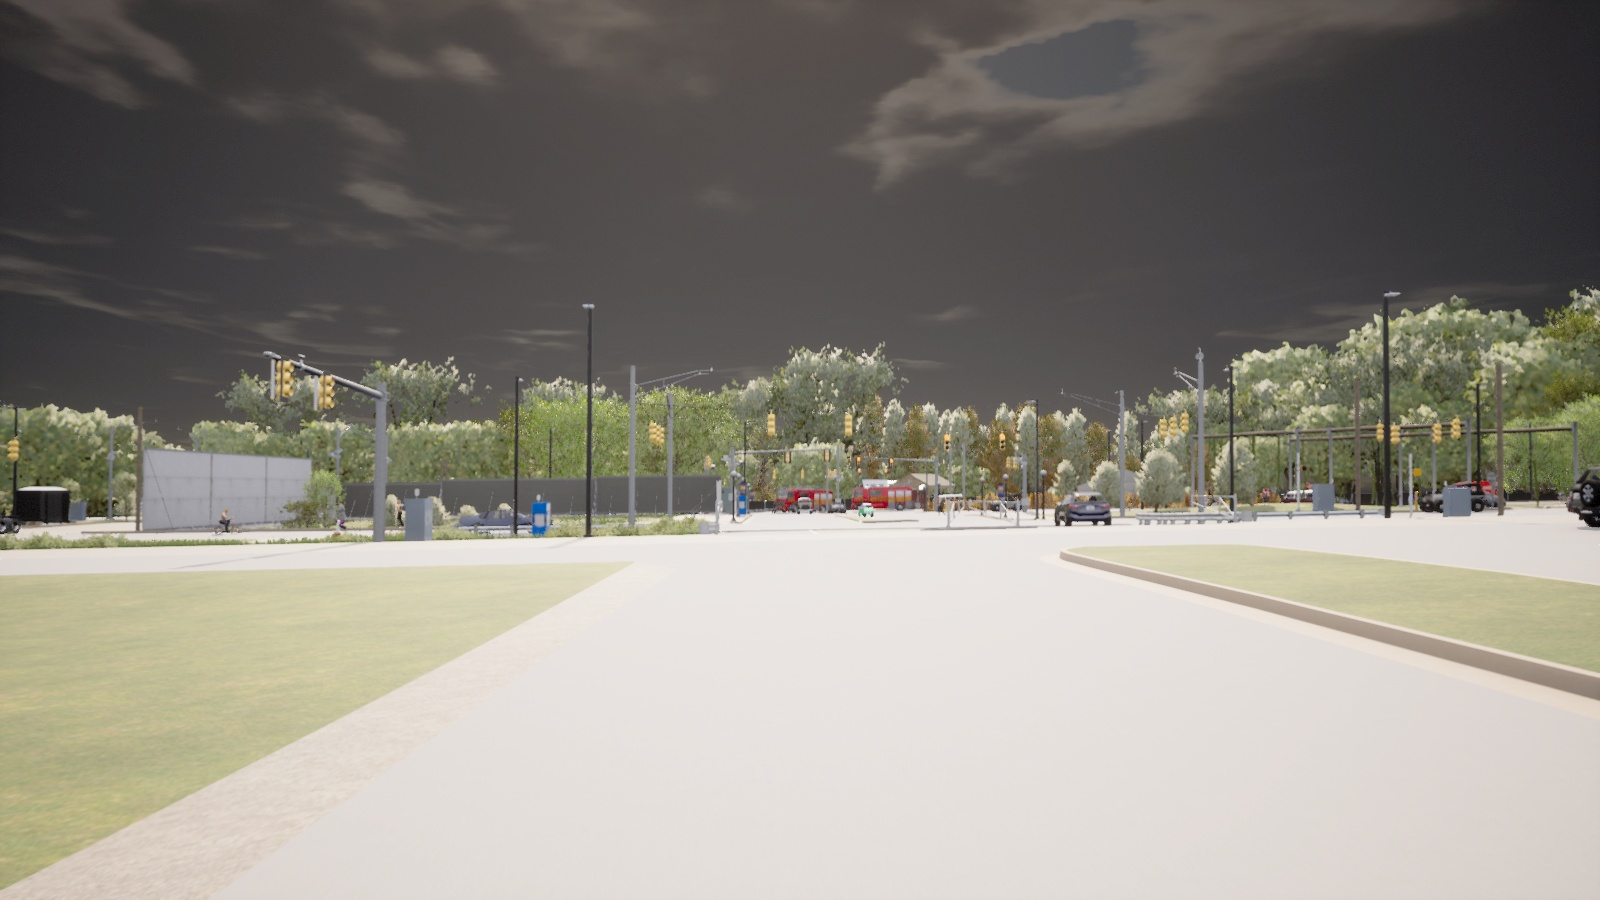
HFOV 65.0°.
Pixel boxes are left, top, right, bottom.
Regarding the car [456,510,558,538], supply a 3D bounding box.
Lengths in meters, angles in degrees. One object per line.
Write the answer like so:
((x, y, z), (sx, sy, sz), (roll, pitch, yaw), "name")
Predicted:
((-16.801, 4.249, 72.112), (5.357, 1.411, 2.033), (-1, -2, -1), "car")

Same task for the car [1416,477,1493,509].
((41.881, 2.742, 80.388), (3.866, 1.878, 1.905), (-2, -2, -2), "car")

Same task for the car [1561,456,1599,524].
((24.012, 1.040, 34.811), (4.605, 1.855, 1.932), (-2, -2, -1), "car")

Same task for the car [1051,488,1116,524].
((13.953, 2.736, 62.031), (2.242, 1.667, 4.611), (-2, -2, 2), "car")
